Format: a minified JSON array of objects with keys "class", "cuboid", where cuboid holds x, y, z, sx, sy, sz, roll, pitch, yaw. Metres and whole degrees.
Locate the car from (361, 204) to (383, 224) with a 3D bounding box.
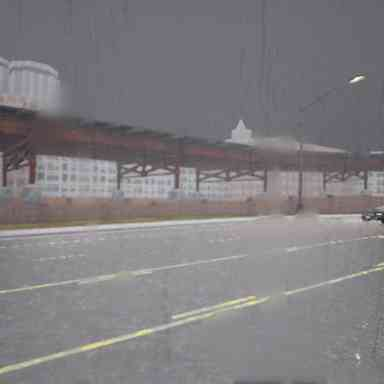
[{"class":"car","cuboid":[15.171,1.612,25.436,4.674,1.442,1.812,0,-1,-21]}]
